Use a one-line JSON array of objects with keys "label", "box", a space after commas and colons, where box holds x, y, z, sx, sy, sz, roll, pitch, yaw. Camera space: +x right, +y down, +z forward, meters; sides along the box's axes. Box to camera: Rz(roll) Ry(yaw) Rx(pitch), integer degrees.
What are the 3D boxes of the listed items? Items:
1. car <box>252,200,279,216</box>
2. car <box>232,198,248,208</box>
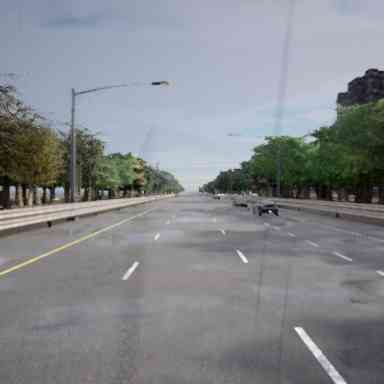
[{"label": "car", "box": [7.043, 1.520, 32.288, 1.837, 1.490, 4.892, 0, 0, 0]}, {"label": "car", "box": [7.108, 1.571, 49.933, 2.033, 1.411, 5.357, 0, 0, 0]}]
